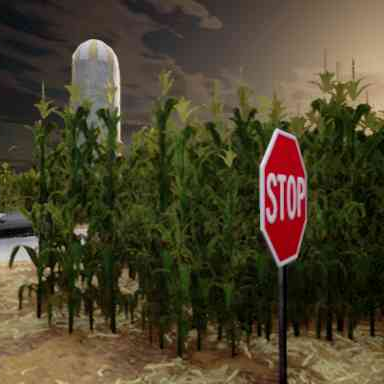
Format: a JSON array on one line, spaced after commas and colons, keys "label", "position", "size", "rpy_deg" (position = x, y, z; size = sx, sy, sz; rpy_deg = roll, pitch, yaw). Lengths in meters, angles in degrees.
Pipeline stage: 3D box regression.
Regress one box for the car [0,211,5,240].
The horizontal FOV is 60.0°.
[{"label": "car", "position": [-8.806, 1.632, 15.830], "size": [1.812, 1.442, 4.674], "rpy_deg": [-1, -1, 35]}]
